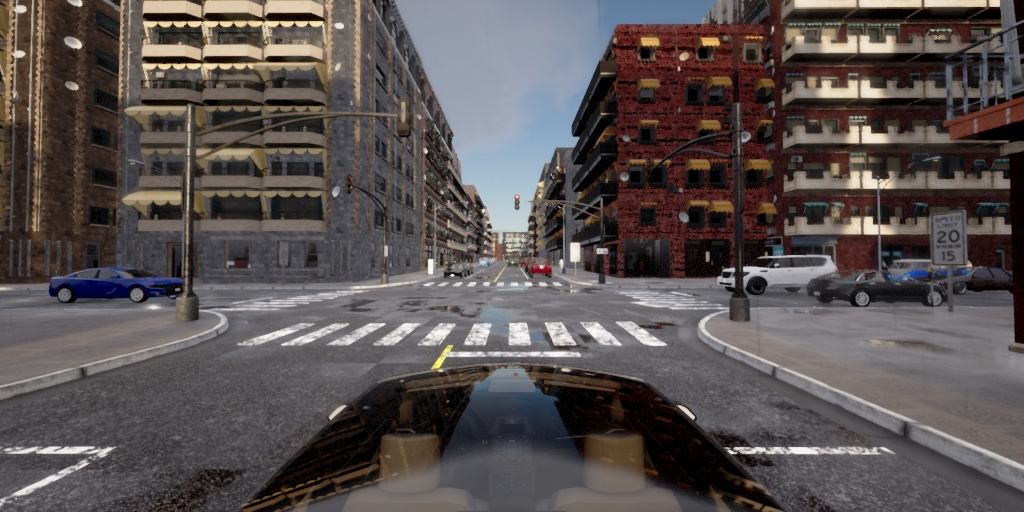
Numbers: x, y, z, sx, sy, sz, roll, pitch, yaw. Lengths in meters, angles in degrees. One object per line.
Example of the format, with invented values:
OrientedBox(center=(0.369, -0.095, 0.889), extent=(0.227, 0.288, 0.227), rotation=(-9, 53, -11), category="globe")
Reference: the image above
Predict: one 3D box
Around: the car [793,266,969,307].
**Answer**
OrientedBox(center=(13.759, 1.185, 13.595), extent=(4.403, 1.370, 2.007), rotation=(0, 0, 0), category="car")

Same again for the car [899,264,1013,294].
OrientedBox(center=(24.300, 1.271, 18.985), extent=(5.357, 1.411, 2.033), rotation=(0, -1, 0), category="car")

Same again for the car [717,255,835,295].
OrientedBox(center=(14.048, 0.969, 19.031), extent=(5.566, 2.045, 2.150), rotation=(0, -1, 0), category="car")

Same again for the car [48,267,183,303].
OrientedBox(center=(-17.597, 1.254, 16.194), extent=(5.008, 1.535, 1.882), rotation=(0, -1, 0), category="car")

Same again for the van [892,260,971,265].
OrientedBox(center=(24.926, 1.114, 21.435), extent=(3.998, 1.789, 1.690), rotation=(0, 0, 0), category="van")

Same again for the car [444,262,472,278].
OrientedBox(center=(-5.277, 1.327, 33.865), extent=(1.948, 1.339, 4.313), rotation=(0, 0, 0), category="car")

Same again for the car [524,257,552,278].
OrientedBox(center=(2.604, 1.076, 33.901), extent=(2.192, 1.841, 5.009), rotation=(0, 0, 0), category="car")

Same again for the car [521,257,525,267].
OrientedBox(center=(2.617, 1.085, 45.025), extent=(2.192, 1.841, 5.009), rotation=(0, 0, 0), category="car")

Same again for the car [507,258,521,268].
OrientedBox(center=(0.168, 1.177, 64.418), extent=(2.097, 1.767, 4.553), rotation=(0, 0, 0), category="car")
